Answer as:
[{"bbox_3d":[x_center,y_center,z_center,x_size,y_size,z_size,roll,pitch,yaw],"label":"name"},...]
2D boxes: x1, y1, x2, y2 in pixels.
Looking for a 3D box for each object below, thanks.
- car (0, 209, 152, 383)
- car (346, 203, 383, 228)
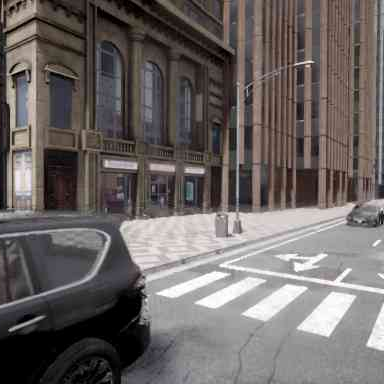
[{"bbox_3d":[-2.677,1.220,2.282,2.150,2.045,5.566,1,0,35],"label":"car"},{"bbox_3d":[11.843,1.566,22.672,1.837,1.490,4.892,1,1,35],"label":"car"}]
